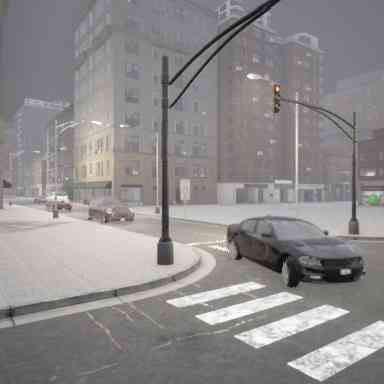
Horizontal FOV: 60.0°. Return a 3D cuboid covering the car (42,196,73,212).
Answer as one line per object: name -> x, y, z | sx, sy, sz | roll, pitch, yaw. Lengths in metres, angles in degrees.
car -> -14.360, 1.426, 35.821 | 1.895, 1.301, 4.718 | 0, 0, -35

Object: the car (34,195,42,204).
car -> -25.514, 1.270, 56.492 | 2.033, 1.411, 5.357 | 0, 0, -35

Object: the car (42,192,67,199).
car -> -19.536, 0.989, 48.131 | 2.150, 2.045, 5.566 | 0, 0, -36

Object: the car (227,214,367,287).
car -> 2.652, 1.457, 9.648 | 1.882, 1.535, 5.008 | 0, 0, -17

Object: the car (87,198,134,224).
car -> -5.912, 1.243, 23.976 | 2.097, 1.767, 4.553 | 0, 0, -36
